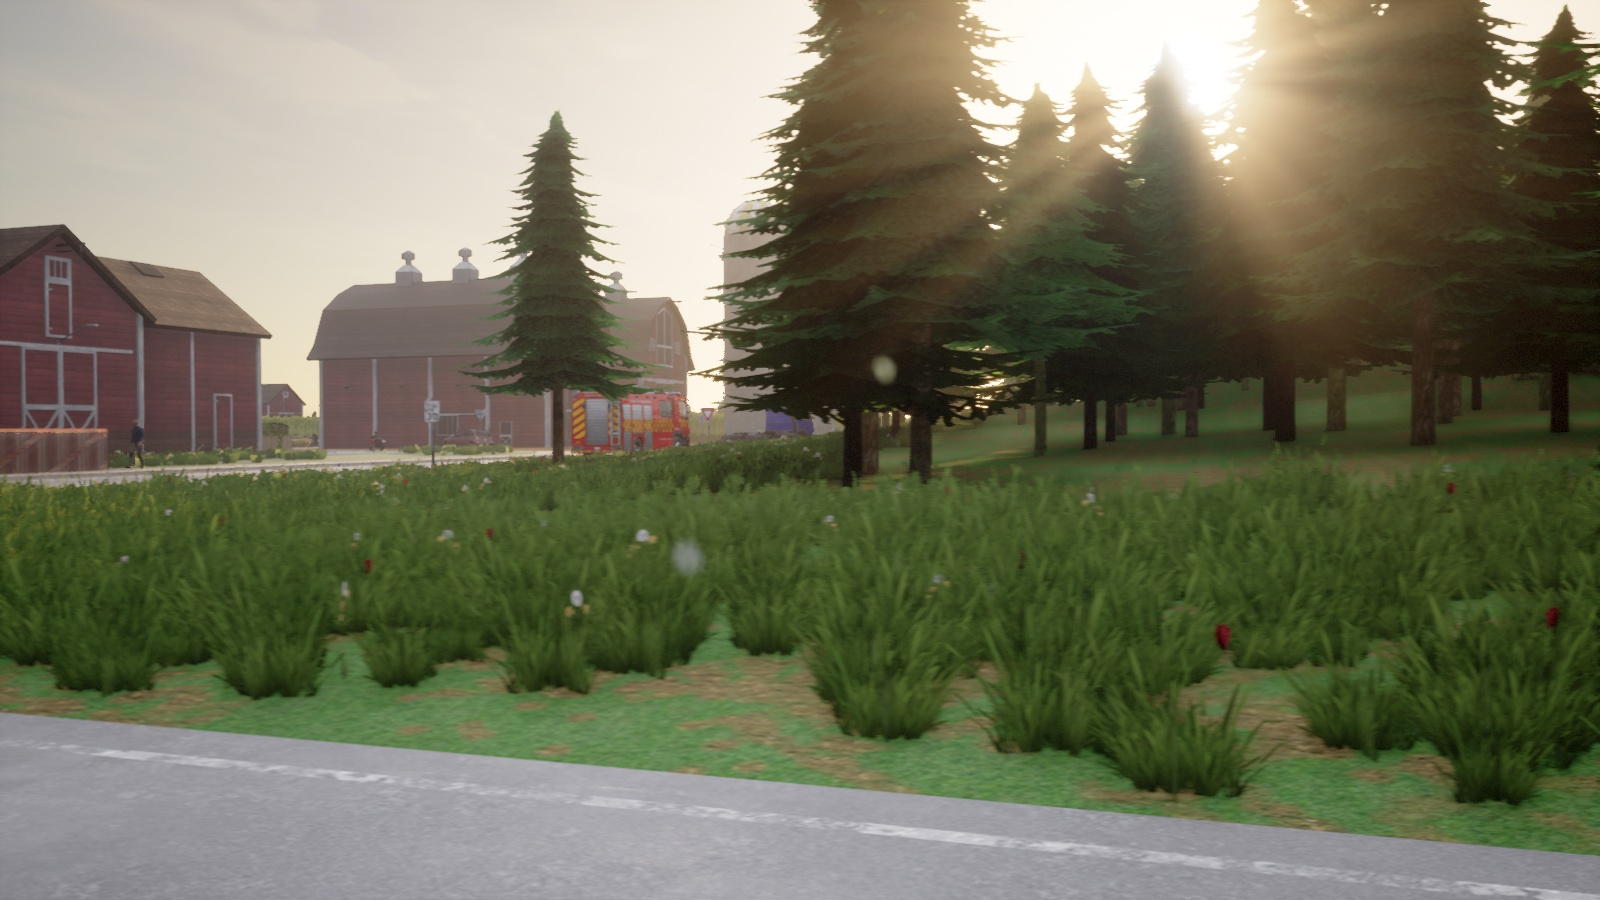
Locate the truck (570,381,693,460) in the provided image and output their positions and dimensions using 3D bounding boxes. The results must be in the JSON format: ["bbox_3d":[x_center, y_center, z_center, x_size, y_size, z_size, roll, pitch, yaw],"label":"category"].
[{"bbox_3d":[-8.578,-1.522,65.363,2.891,3.827,8.468,0,1,19],"label":"truck"}]

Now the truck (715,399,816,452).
[{"bbox_3d":[-2.240,-1.642,85.811,2.891,3.462,7.936,1,1,33],"label":"truck"}]

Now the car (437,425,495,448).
[{"bbox_3d":[-23.989,-0.945,90.191,3.988,1.617,1.851,1,1,35],"label":"car"}]

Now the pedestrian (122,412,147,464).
[{"bbox_3d":[-23.667,-0.418,44.666,0.402,1.842,0.726,0,1,11],"label":"pedestrian"}]
